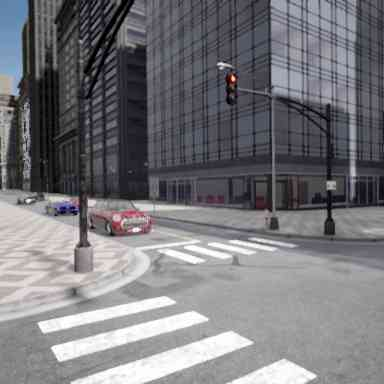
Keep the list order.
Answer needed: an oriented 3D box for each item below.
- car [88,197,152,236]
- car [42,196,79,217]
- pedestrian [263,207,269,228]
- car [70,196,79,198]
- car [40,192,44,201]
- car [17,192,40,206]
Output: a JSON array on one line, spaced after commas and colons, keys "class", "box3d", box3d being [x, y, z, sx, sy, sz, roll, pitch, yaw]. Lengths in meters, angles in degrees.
[{"class": "car", "box3d": [-3.933, 1.202, 17.707, 2.097, 1.767, 4.553, -1, 1, -34]}, {"class": "car", "box3d": [-11.129, 1.331, 28.302, 1.895, 1.301, 4.718, -1, 1, -34]}, {"class": "pedestrian", "box3d": [3.893, 1.315, 17.301, 0.500, 1.100, 0.500, -1, 0, -34]}, {"class": "car", "box3d": [-13.373, 1.156, 37.285, 1.994, 1.385, 4.181, -1, 1, -34]}, {"class": "car", "box3d": [-26.155, 0.826, 56.051, 1.837, 1.490, 4.892, -1, 0, -34]}, {"class": "car", "box3d": [-22.630, 1.002, 45.351, 2.128, 1.511, 4.902, -1, 1, -34]}]
